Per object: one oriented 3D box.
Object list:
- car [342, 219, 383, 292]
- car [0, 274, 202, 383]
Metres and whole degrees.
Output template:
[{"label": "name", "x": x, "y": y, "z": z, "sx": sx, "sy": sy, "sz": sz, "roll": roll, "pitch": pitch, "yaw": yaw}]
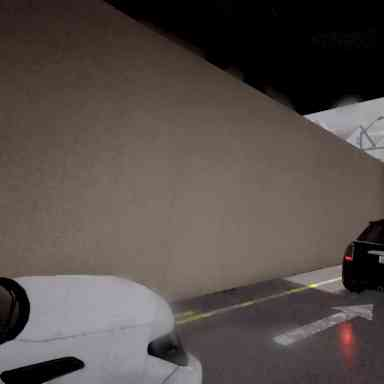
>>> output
[{"label": "car", "x": 5.521, "y": 1.352, "z": 7.702, "sx": 4.553, "sy": 1.767, "sz": 2.097, "roll": 0, "pitch": 0, "yaw": -36}, {"label": "car", "x": -2.573, "y": 1.221, "z": 1.953, "sx": 5.566, "sy": 2.045, "sz": 2.150, "roll": 0, "pitch": 0, "yaw": -35}]
